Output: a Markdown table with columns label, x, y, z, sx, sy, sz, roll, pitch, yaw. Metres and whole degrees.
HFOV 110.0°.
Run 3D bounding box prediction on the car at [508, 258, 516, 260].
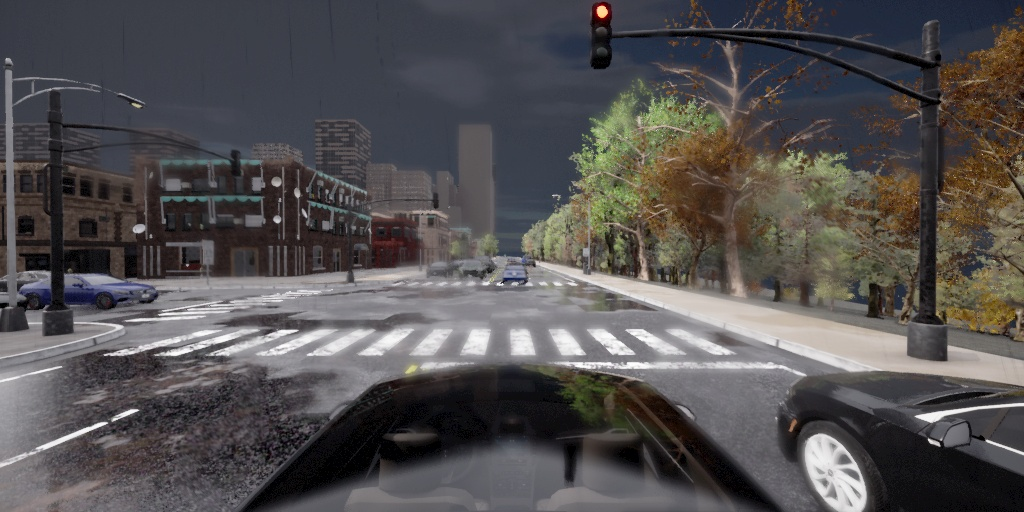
| label | x | y | z | sx | sy | sz | roll | pitch | yaw |
| --- | --- | --- | --- | --- | --- | --- | --- | --- | --- |
| car | -0.046 | 1.232 | 62.988 | 1.837 | 1.490 | 4.892 | 0 | 0 | 0 |

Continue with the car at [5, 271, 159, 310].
| label | x | y | z | sx | sy | sz | roll | pitch | yaw |
| --- | --- | --- | --- | --- | --- | --- | --- | --- | --- |
| car | -18.093 | 1.476 | 15.378 | 4.674 | 1.442 | 1.812 | 0 | 1 | -1 |

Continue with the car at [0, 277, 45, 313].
| label | x | y | z | sx | sy | sz | roll | pitch | yaw |
| --- | --- | --- | --- | --- | --- | --- | --- | --- | --- |
| car | -19.973 | 1.565 | 12.639 | 4.313 | 1.339 | 1.948 | 0 | 0 | 0 |

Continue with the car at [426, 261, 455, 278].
| label | x | y | z | sx | sy | sz | roll | pitch | yaw |
| --- | --- | --- | --- | --- | --- | --- | --- | --- | --- |
| car | -6.664 | 1.217 | 33.525 | 1.882 | 1.535 | 5.008 | 0 | 0 | 0 |

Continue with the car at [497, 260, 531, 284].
| label | x | y | z | sx | sy | sz | roll | pitch | yaw |
| --- | --- | --- | --- | --- | --- | --- | --- | --- | --- |
| car | 0.208 | 1.290 | 27.215 | 2.033 | 1.411 | 5.357 | 0 | 0 | 1 |

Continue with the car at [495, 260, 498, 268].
| label | x | y | z | sx | sy | sz | roll | pitch | yaw |
| --- | --- | --- | --- | --- | --- | --- | --- | --- | --- |
| car | -3.457 | 1.296 | 50.784 | 1.994 | 1.385 | 4.181 | 0 | 0 | 0 |

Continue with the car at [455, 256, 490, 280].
| label | x | y | z | sx | sy | sz | roll | pitch | yaw |
| --- | --- | --- | --- | --- | --- | --- | --- | --- | --- |
| car | -3.413 | 1.093 | 31.699 | 2.097 | 1.767 | 4.553 | 0 | 0 | 0 |

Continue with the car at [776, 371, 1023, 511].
| label | x | y | z | sx | sy | sz | roll | pitch | yaw |
| --- | --- | --- | --- | --- | --- | --- | --- | --- | --- |
| car | 3.366 | 1.255 | 1.263 | 1.837 | 1.490 | 4.892 | 0 | 0 | -2 |

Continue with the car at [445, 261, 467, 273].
| label | x | y | z | sx | sy | sz | roll | pitch | yaw |
| --- | --- | --- | --- | --- | --- | --- | --- | --- | --- |
| car | -6.683 | 1.336 | 43.487 | 1.895 | 1.301 | 4.718 | 0 | 0 | 0 |

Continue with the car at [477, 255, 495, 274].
| label | x | y | z | sx | sy | sz | roll | pitch | yaw |
| --- | --- | --- | --- | --- | --- | --- | --- | --- | --- |
| car | -3.435 | 0.958 | 41.278 | 2.150 | 2.045 | 5.566 | 0 | 0 | 0 |

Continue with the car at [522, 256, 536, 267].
| label | x | y | z | sx | sy | sz | roll | pitch | yaw |
| --- | --- | --- | --- | --- | --- | --- | --- | --- | --- |
| car | 3.203 | 1.231 | 63.662 | 1.837 | 1.490 | 4.892 | 0 | 0 | 0 |
